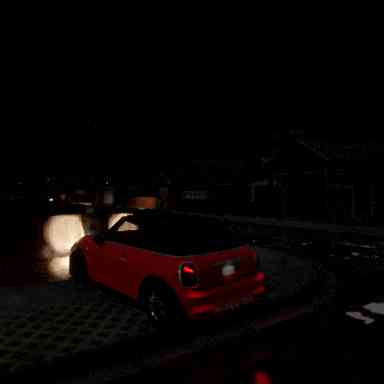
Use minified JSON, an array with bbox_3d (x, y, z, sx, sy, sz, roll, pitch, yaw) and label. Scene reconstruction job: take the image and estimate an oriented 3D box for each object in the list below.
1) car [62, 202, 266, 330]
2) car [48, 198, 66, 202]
[{"bbox_3d":[-0.805,1.226,6.896,2.097,1.767,4.553,-1,2,-41],"label":"car"},{"bbox_3d":[-18.961,1.513,46.685,2.033,1.411,5.357,0,0,-35],"label":"car"}]
